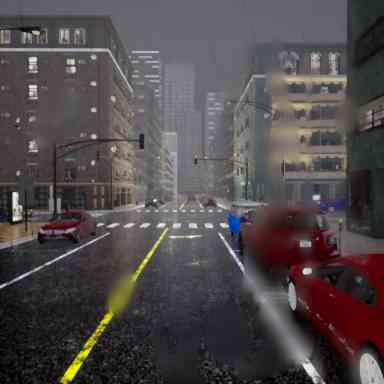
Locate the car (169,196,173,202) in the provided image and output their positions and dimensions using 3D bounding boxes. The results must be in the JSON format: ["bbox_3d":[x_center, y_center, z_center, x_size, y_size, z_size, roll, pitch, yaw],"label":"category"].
[{"bbox_3d":[-5.753,1.563,75.773,1.887,1.381,4.507,0,0,0],"label":"car"}]

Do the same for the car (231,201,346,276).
[{"bbox_3d":[2.675,1.314,10.228,2.192,1.841,5.009,0,0,0],"label":"car"}]

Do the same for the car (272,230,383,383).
[{"bbox_3d":[2.681,1.544,4.699,1.887,1.381,4.507,0,0,0],"label":"car"}]

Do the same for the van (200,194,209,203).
[{"bbox_3d":[2.631,1.356,70.243,1.690,1.788,3.998,0,0,0],"label":"van"}]

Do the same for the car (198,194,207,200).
[{"bbox_3d":[2.636,1.556,64.720,1.887,1.381,4.507,0,0,0],"label":"car"}]

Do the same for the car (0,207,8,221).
[{"bbox_3d":[-17.793,1.811,29.258,4.181,1.385,1.994,-1,0,0],"label":"car"}]

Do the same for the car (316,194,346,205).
[{"bbox_3d":[14.918,1.225,32.718,5.008,1.535,1.882,-1,0,0],"label":"car"}]

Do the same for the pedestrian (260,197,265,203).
[{"bbox_3d":[4.423,1.145,20.943,0.375,1.860,0.375,0,0,0],"label":"pedestrian"}]

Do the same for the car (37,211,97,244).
[{"bbox_3d":[-5.708,1.580,15.750,1.802,1.307,4.206,0,0,0],"label":"car"}]

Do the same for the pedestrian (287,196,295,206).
[{"bbox_3d":[6.028,1.139,20.302,0.375,1.860,0.375,0,0,0],"label":"pedestrian"}]

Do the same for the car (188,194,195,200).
[{"bbox_3d":[-0.064,1.338,87.609,1.882,1.535,5.008,0,0,0],"label":"car"}]

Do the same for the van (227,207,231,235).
[{"bbox_3d":[2.671,1.339,15.755,1.690,1.788,3.998,0,0,0],"label":"van"}]

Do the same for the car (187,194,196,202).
[{"bbox_3d":[-0.058,1.367,77.574,2.097,1.767,4.553,0,0,0],"label":"car"}]

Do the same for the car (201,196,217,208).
[{"bbox_3d":[2.649,1.585,48.150,1.802,1.307,4.206,0,0,0],"label":"car"}]

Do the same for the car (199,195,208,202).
[{"bbox_3d":[2.645,1.571,53.673,1.947,1.339,4.313,0,0,0],"label":"car"}]

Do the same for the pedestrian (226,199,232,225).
[{"bbox_3d":[2.497,1.292,21.515,0.375,1.860,0.375,0,0,0],"label":"pedestrian"}]

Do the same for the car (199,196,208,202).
[{"bbox_3d":[2.628,1.584,75.767,1.947,1.339,4.313,0,0,0],"label":"car"}]

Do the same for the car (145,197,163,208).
[{"bbox_3d":[-5.732,1.569,48.156,1.947,1.339,4.313,0,0,0],"label":"car"}]

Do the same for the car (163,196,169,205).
[{"bbox_3d":[-5.740,1.574,59.203,1.947,1.339,4.313,0,0,0],"label":"car"}]

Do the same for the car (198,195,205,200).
[{"bbox_3d":[2.615,1.557,92.507,1.752,1.417,4.829,-1,0,0],"label":"car"}]

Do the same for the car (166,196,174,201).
[{"bbox_3d":[-5.761,1.609,86.820,1.802,1.307,4.206,0,0,0],"label":"car"}]
